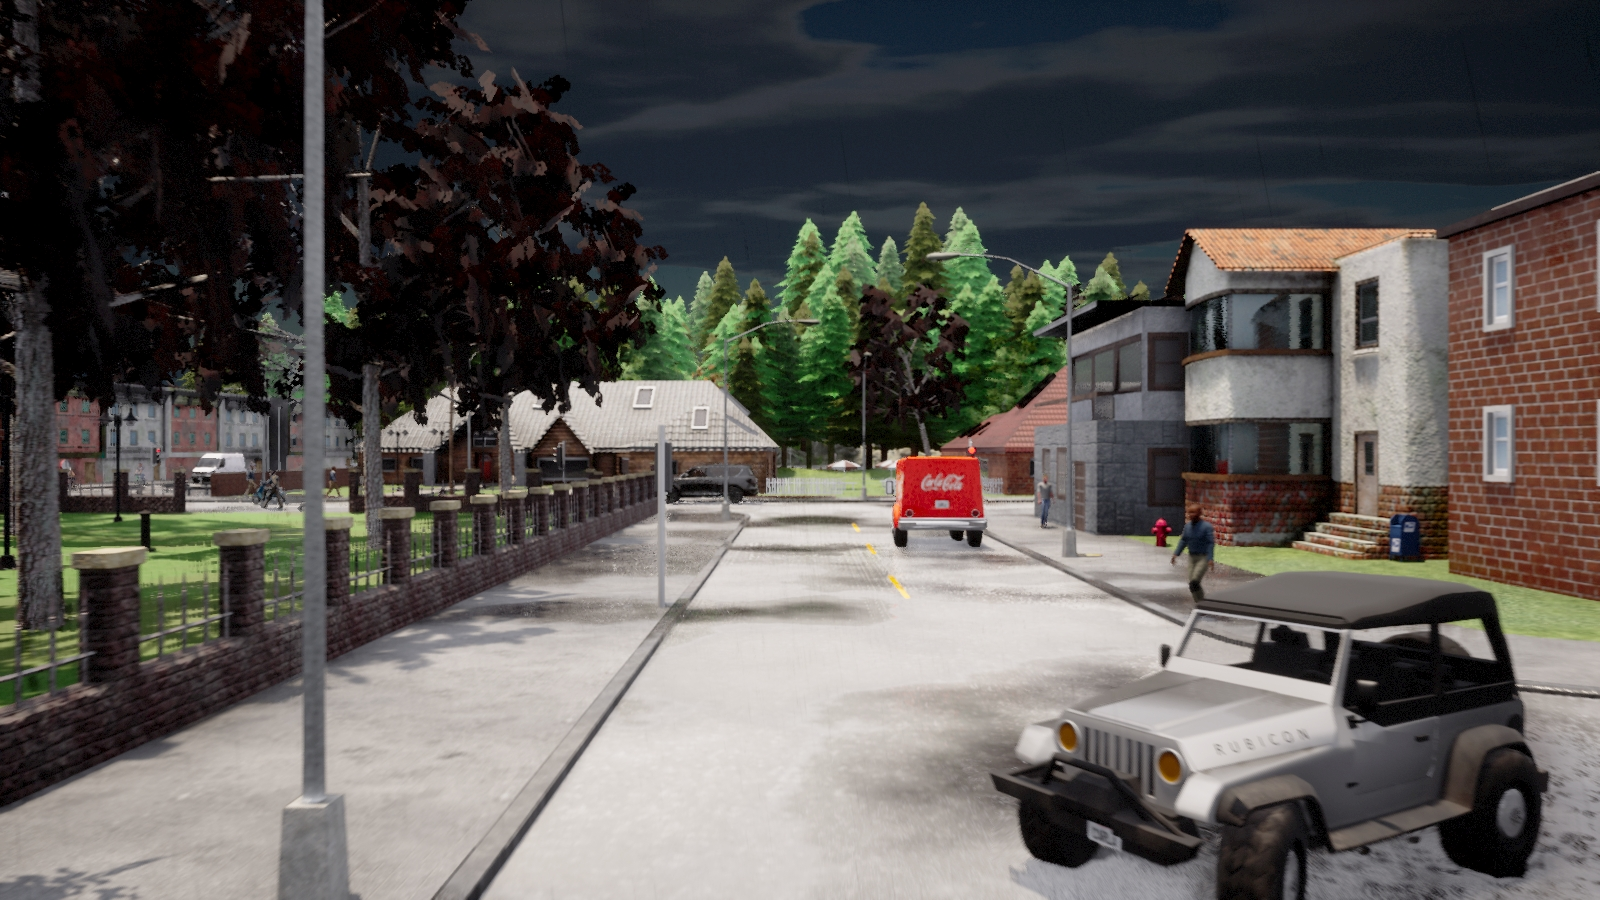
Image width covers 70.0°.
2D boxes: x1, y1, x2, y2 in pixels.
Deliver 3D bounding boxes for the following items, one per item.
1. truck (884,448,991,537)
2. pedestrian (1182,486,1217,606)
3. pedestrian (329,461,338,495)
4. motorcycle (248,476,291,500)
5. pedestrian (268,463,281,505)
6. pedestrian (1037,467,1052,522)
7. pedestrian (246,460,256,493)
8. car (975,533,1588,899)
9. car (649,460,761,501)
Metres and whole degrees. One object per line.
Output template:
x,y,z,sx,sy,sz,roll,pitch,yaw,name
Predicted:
3.975,1.302,34.126,2.627,2.467,5.204,0,-3,1,truck
6.344,1.513,18.147,0.375,1.860,0.375,0,0,-33,pedestrian
-25.670,1.514,62.885,0.375,1.860,0.375,0,0,-11,pedestrian
-27.448,1.953,59.157,1.805,1.236,0.856,0,0,0,motorcycle
-23.485,1.515,51.079,0.375,1.860,0.375,0,0,4,pedestrian
8.328,1.512,38.850,0.375,1.860,0.375,0,0,-14,pedestrian
-30.991,1.508,64.482,0.375,1.860,0.375,0,0,-4,pedestrian
3.308,1.635,7.738,3.866,1.878,1.905,0,0,-31,car
-4.872,1.549,59.136,5.566,2.045,2.150,0,0,1,car
